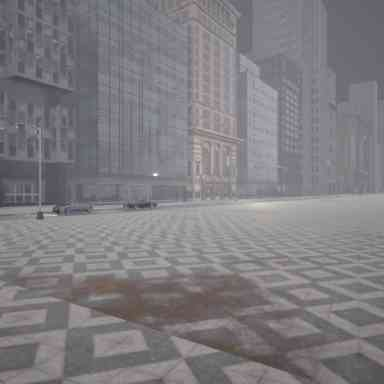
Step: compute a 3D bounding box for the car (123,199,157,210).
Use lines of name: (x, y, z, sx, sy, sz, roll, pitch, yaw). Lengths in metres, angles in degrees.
car: (-6.742, 1.599, 43.287, 1.895, 1.301, 4.718, 0, 0, 35)

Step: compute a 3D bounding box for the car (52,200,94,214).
car: (-12.509, 1.576, 35.174, 1.994, 1.385, 4.181, 0, 0, 37)
